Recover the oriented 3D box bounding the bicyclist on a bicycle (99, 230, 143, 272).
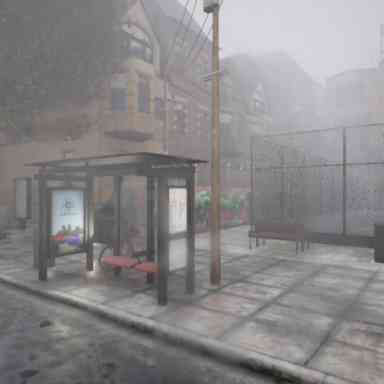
[{"bbox_3d":[-1.869,1.336,9.168,0.582,1.620,1.656,0,-4,36],"label":"bicyclist on a bicycle"}]
